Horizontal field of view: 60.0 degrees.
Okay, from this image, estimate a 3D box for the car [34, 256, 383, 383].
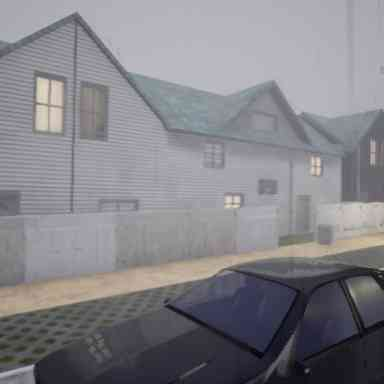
[{"bbox_3d":[1.100,1.552,3.860,5.357,1.411,2.033,0,0,-36],"label":"car"}]
